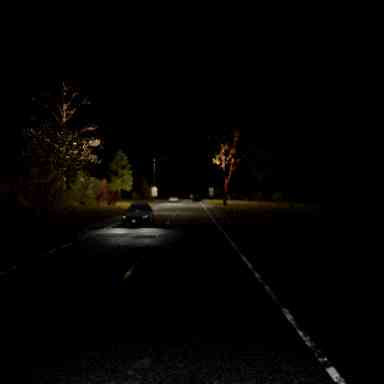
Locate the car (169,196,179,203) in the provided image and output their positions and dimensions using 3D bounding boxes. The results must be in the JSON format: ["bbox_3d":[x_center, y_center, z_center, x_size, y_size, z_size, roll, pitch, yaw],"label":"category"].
[{"bbox_3d":[-3.508,1.515,64.857,1.895,1.301,4.718,0,0,0],"label":"car"}]

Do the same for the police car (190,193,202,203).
[{"bbox_3d":[1.053,1.334,68.191,1.930,1.638,5.238,0,0,0],"label":"police car"}]

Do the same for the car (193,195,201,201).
[{"bbox_3d":[1.063,1.397,78.076,1.837,1.490,4.892,0,0,0],"label":"car"}]

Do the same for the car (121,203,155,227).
[{"bbox_3d":[-3.591,1.501,22.779,1.812,1.442,4.674,0,0,0],"label":"car"}]

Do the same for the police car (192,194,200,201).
[{"bbox_3d":[1.077,1.305,84.185,1.930,1.638,5.238,0,0,0],"label":"police car"}]
